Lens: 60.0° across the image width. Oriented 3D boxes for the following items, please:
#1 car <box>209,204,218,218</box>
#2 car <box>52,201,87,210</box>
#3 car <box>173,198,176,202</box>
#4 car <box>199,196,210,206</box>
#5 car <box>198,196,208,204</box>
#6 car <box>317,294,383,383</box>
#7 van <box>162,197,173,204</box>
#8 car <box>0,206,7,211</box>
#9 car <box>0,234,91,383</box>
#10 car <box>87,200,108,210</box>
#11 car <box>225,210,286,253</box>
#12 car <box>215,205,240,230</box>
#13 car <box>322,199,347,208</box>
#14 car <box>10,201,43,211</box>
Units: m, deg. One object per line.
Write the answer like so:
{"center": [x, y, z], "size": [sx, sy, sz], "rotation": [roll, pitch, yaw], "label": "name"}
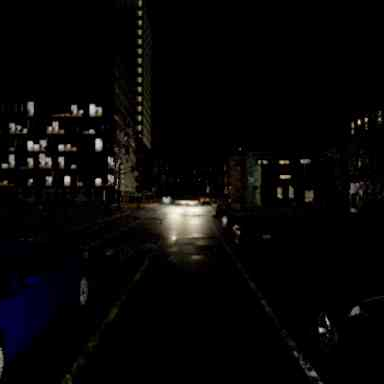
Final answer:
{"center": [2.827, 1.819, 30.529], "size": [1.802, 1.307, 4.206], "rotation": [1, 0, 0], "label": "car"}
{"center": [-17.424, 2.021, 46.658], "size": [4.206, 1.307, 1.802], "rotation": [-1, -1, 1], "label": "car"}
{"center": [-5.674, 2.170, 85.305], "size": [1.752, 1.417, 4.829], "rotation": [1, 0, 0], "label": "car"}
{"center": [2.707, 1.961, 68.492], "size": [1.967, 1.590, 4.097], "rotation": [1, 0, 0], "label": "car"}
{"center": [2.710, 1.919, 79.841], "size": [2.192, 1.841, 5.009], "rotation": [1, 0, 0], "label": "car"}
{"center": [2.702, 1.591, 3.145], "size": [1.947, 1.339, 4.313], "rotation": [1, 0, 0], "label": "car"}
{"center": [-5.671, 1.904, 74.128], "size": [1.690, 1.788, 3.998], "rotation": [1, 0, 0], "label": "van"}
{"center": [-28.621, 2.074, 46.766], "size": [4.829, 1.417, 1.752], "rotation": [-1, -1, 1], "label": "car"}
{"center": [-3.101, 1.520, 5.204], "size": [1.882, 1.535, 5.008], "rotation": [0, 0, 0], "label": "car"}
{"center": [-14.697, 1.992, 49.330], "size": [5.008, 1.535, 1.882], "rotation": [1, -1, 1], "label": "car"}
{"center": [2.702, 1.677, 14.100], "size": [1.947, 1.339, 4.313], "rotation": [1, 0, 0], "label": "car"}
{"center": [2.703, 1.704, 19.578], "size": [2.008, 1.369, 4.403], "rotation": [1, 0, 0], "label": "car"}
{"center": [20.684, 1.595, 46.295], "size": [4.829, 1.417, 1.752], "rotation": [-1, -1, 1], "label": "car"}
{"center": [-23.109, 1.935, 46.715], "size": [4.097, 1.590, 1.967], "rotation": [-1, -1, 1], "label": "car"}
